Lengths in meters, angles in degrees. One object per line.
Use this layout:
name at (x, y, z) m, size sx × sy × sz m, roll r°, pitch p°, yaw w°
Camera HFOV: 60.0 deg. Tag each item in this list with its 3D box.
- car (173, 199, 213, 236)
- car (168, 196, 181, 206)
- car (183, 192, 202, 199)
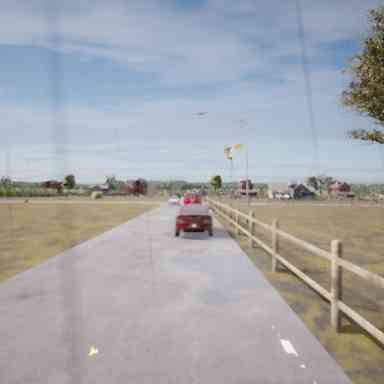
car at (0.098, 1.378, 17.837) m, size 1.882 × 1.535 × 5.008 m, roll 0°, pitch 0°, yaw 0°
car at (-2.751, 1.379, 52.151) m, size 1.812 × 1.442 × 4.674 m, roll 0°, pitch 0°, yaw 0°
car at (0.046, 1.055, 41.916) m, size 2.150 × 2.045 × 5.566 m, roll 0°, pitch 0°, yaw 0°
